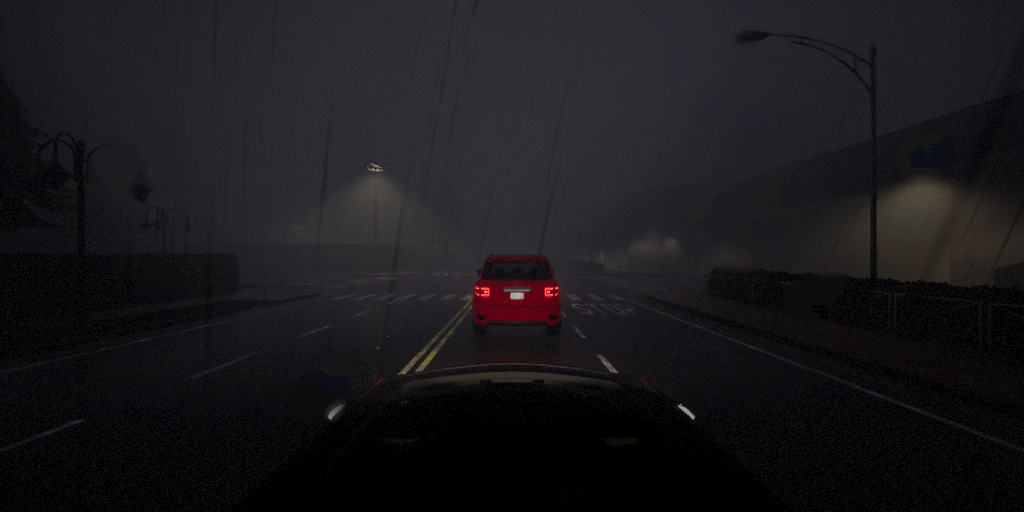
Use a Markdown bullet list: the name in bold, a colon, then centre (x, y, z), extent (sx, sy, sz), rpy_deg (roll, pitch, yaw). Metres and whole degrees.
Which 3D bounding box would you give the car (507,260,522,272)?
- **car**: centre (0.356, 1.250, 46.372), extent (1.882, 1.535, 5.008), rpy_deg (0, 0, 1)

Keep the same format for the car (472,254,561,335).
- **car**: centre (0.119, 0.976, 10.615), extent (2.150, 2.045, 5.566), rpy_deg (0, 0, 0)
